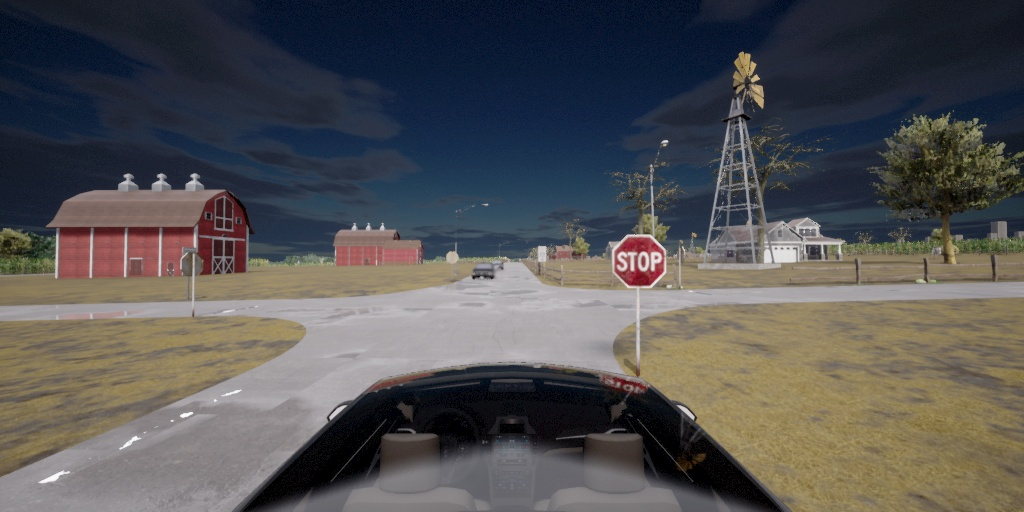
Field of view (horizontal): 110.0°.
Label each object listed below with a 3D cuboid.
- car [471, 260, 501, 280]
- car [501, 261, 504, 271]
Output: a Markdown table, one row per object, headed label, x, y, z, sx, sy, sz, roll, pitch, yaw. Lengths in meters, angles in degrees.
| label | x | y | z | sx | sy | sz | roll | pitch | yaw |
| --- | --- | --- | --- | --- | --- | --- | --- | --- | --- |
| car | -2.377 | 1.330 | 31.341 | 2.033 | 1.411 | 5.357 | 0 | 0 | 1 |
| car | -2.113 | 1.316 | 50.806 | 1.812 | 1.442 | 4.674 | 0 | 0 | 1 |
